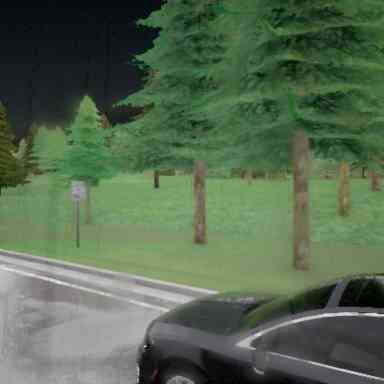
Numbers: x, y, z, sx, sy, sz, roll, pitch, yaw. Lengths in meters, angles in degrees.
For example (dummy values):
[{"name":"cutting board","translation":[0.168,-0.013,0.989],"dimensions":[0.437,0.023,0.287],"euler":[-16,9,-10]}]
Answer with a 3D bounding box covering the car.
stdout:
[{"name":"car","translation":[1.664,1.505,2.805],"dimensions":[4.892,1.490,1.837],"euler":[-1,0,35]}]
